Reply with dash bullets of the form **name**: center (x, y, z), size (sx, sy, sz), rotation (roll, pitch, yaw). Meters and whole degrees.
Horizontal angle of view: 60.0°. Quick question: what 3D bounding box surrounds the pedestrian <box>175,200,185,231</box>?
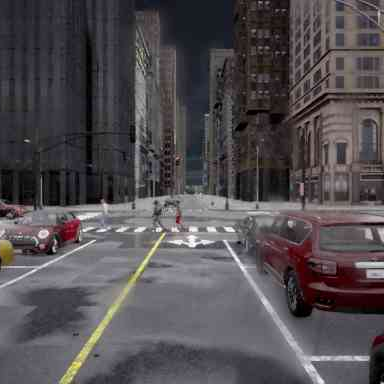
- **pedestrian**: center (-0.735, 1.298, 19.074), size (0.375, 1.860, 0.375), rotation (0, 0, 0)

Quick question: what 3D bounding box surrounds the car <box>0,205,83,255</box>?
- **car**: center (-5.768, 1.439, 12.989), size (1.967, 1.590, 4.097), rotation (0, 0, 0)

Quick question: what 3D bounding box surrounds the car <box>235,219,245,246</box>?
- **car**: center (2.758, 1.550, 12.991), size (2.008, 1.369, 4.403), rotation (0, 0, 0)

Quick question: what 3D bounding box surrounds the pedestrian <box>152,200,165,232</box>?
- **pedestrian**: center (-1.870, 1.292, 18.469), size (0.375, 1.860, 0.375), rotation (0, 0, 0)

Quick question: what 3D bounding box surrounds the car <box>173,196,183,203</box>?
- **car**: center (-2.851, 1.606, 68.580), size (1.895, 1.301, 4.718), rotation (0, 0, 1)

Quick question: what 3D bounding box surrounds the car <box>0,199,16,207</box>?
- **car**: center (-16.340, 1.398, 28.385), size (4.553, 1.767, 2.097), rotation (0, 0, 0)

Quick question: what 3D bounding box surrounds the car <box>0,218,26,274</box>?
- **car**: center (-5.767, 1.525, 7.217), size (1.752, 1.417, 4.829), rotation (0, 0, 0)

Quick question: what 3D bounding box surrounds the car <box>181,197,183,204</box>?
- **car**: center (-2.936, 1.354, 58.388), size (2.097, 1.767, 4.553), rotation (0, 0, 0)

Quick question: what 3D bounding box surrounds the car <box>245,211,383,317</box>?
- **car**: center (2.758, 1.314, 7.389), size (2.192, 1.841, 5.009), rotation (0, 0, 0)

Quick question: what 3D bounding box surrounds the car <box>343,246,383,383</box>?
- **car**: center (2.759, 1.440, 1.787), size (1.967, 1.590, 4.097), rotation (0, 0, 0)

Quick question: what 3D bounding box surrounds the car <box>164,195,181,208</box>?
- **car**: center (-2.983, 1.547, 48.265), size (2.033, 1.411, 5.357), rotation (0, 0, -1)

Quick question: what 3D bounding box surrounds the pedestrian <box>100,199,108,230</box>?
- **pedestrian**: center (-5.180, 1.298, 19.669), size (0.375, 1.860, 0.375), rotation (0, 0, 0)
